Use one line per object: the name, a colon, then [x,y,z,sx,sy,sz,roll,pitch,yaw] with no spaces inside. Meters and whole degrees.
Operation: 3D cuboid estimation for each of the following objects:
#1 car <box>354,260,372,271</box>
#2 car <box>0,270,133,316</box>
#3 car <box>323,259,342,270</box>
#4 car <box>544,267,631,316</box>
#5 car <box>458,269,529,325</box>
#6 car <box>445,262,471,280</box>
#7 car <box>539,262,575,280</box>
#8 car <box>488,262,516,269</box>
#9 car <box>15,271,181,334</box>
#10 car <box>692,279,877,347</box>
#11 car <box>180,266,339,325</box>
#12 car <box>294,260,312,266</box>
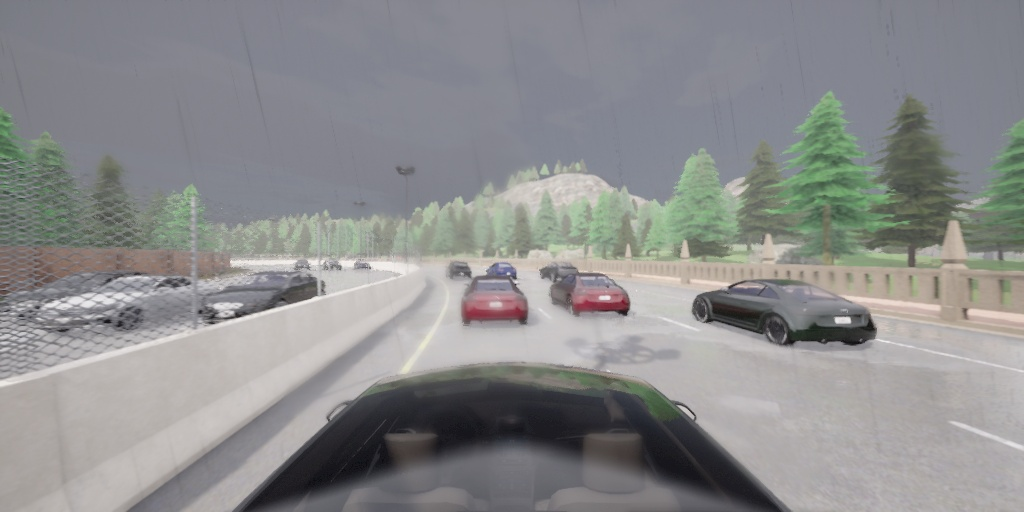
car: [-21.228,1.330,50.861,2.033,1.411,5.357,0,0,-30]
car: [-15.064,1.304,13.137,1.837,1.490,4.892,0,0,-9]
car: [-25.660,1.152,51.227,2.097,1.767,4.553,0,0,-33]
car: [2.705,1.290,13.307,1.994,1.385,4.181,0,0,-7]
car: [-0.639,1.305,11.842,1.994,1.385,4.181,0,0,-6]
car: [-4.746,1.241,31.536,1.837,1.490,4.892,0,0,-17]
car: [3.567,1.198,27.807,2.128,1.511,4.902,0,0,-14]
car: [-0.906,1.247,30.815,1.812,1.442,4.674,0,0,-16]
car: [-11.279,1.311,11.067,1.812,1.442,4.674,0,0,-7]
car: [6.597,1.279,9.313,1.994,1.385,4.181,0,0,-4]
car: [-7.868,1.262,11.951,2.128,1.511,4.902,0,0,-7]
car: [-30.161,1.320,51.656,1.837,1.490,4.892,0,0,-34]
